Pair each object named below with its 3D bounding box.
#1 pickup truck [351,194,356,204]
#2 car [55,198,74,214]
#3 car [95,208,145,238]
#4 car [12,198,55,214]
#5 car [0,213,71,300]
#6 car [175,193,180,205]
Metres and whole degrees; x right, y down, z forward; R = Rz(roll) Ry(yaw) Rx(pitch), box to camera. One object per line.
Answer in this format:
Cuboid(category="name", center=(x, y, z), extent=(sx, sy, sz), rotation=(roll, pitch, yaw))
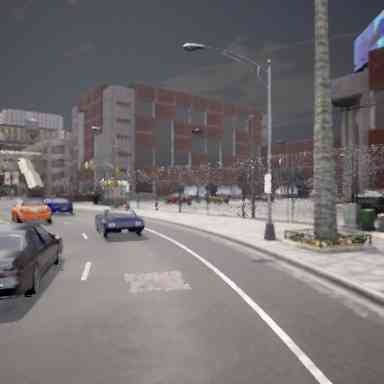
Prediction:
Cuboid(category="pickup truck", center=(14.401, 0.829, 25.750), extent=(6.274, 2.098, 2.390), rotation=(-1, 1, -38))
Cuboid(category="car", center=(-12.728, 1.315, 31.410), extent=(1.882, 1.535, 5.008), rotation=(-1, 1, -36))
Cuboid(category="car", center=(-3.902, 1.493, 17.272), extent=(1.895, 1.301, 4.718), rotation=(-1, 1, -22))
Cuboid(category="car", center=(-11.404, 1.240, 23.488), extent=(2.097, 1.767, 4.553), rotation=(-1, 1, -33))
Cuboid(category="car", center=(-4.531, 1.509, 8.298), extent=(2.033, 1.411, 5.357), rotation=(0, 0, -13))
Cuboid(category="car", center=(-2.071, 0.917, 47.932), extent=(2.185, 1.767, 4.553), rotation=(-1, 1, -38))
